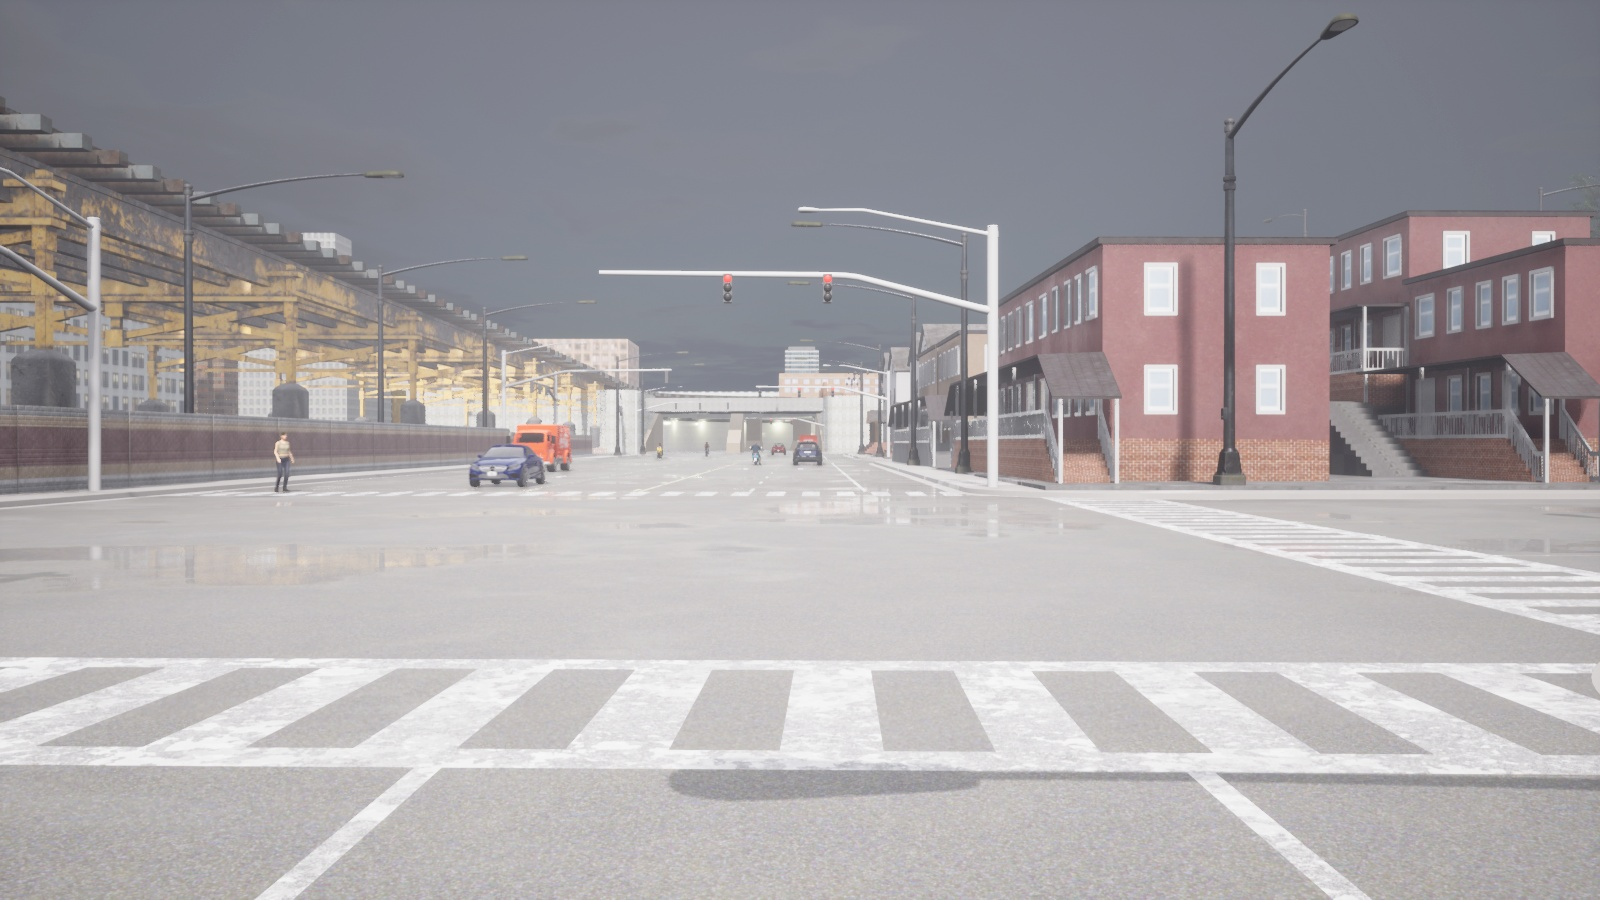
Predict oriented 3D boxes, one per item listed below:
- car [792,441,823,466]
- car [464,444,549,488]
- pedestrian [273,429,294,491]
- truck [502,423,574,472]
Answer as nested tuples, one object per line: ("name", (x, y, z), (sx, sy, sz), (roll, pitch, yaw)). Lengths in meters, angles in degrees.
("car", (0.515, 0.199, 84.301), (2.033, 1.649, 4.856), (0, 0, 0))
("car", (-10.190, 0.515, 43.919), (1.812, 1.442, 4.674), (0, 0, 1))
("pedestrian", (-15.483, 0.306, 37.646), (0.594, 1.836, 0.345), (0, 0, 43))
("truck", (-13.601, -0.124, 65.617), (2.627, 2.467, 5.204), (0, 0, 0))
